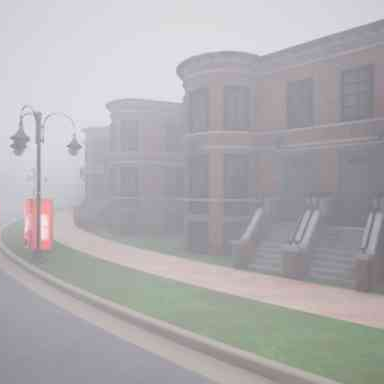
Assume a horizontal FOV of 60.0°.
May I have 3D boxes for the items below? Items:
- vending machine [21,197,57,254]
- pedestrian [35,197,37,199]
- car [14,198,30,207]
[{"bbox_3d":[-5.984,1.262,13.005,1.100,2.100,0.880,1,0,-36],"label":"vending machine"},{"bbox_3d":[-6.319,1.114,13.472,0.375,1.860,0.375,1,0,-35],"label":"pedestrian"},{"bbox_3d":[-29.088,1.780,57.682,2.128,1.511,4.902,0,0,-6],"label":"car"}]
